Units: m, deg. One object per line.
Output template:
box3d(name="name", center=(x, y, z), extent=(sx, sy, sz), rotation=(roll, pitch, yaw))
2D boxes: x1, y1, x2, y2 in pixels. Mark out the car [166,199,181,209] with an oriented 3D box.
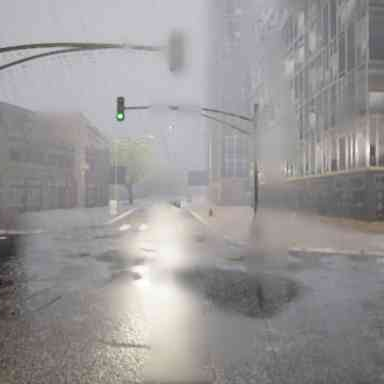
box3d(name="car", center=(-2.572, 1.570, 45.807), extent=(1.895, 1.301, 4.718), rotation=(0, 0, -4))
